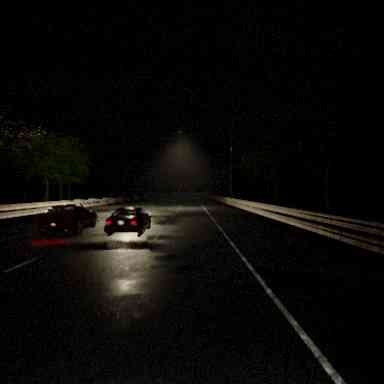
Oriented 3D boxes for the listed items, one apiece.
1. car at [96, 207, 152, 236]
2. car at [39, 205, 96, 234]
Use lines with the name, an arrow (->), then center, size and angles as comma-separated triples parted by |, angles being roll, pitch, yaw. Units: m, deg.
car -> -3.419, 1.546, 18.505 | 2.033, 1.411, 5.357 | 0, 0, 0
car -> -6.919, 1.476, 19.049 | 1.882, 1.535, 5.008 | 0, 0, 0
